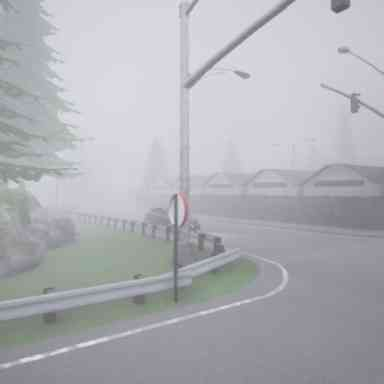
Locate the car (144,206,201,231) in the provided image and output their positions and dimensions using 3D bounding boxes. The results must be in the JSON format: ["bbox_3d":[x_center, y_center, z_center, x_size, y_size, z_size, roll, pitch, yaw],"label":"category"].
[{"bbox_3d":[-1.331,1.673,21.130,1.837,1.490,4.892,0,2,-35],"label":"car"}]

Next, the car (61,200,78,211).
[{"bbox_3d":[-15.839,1.711,43.250,2.033,1.411,5.357,0,0,-15],"label":"car"}]
